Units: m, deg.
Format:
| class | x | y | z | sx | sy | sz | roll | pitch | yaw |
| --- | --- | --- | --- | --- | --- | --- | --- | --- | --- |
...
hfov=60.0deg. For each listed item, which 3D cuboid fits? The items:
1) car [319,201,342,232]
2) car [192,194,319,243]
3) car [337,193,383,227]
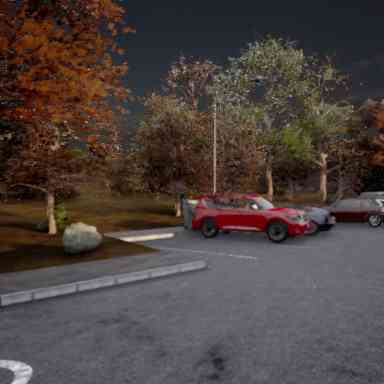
| class | x | y | z | sx | sy | sz | roll | pitch | yaw |
| --- | --- | --- | --- | --- | --- | --- | --- | --- | --- |
| car | 4.949 | 1.373 | 17.418 | 4.792 | 1.488 | 2.163 | -1 | 0 | 33 |
| car | 2.630 | 1.126 | 15.642 | 5.566 | 2.045 | 2.435 | -1 | -1 | 33 |
| car | 9.728 | 1.148 | 20.895 | 4.553 | 1.767 | 2.185 | -1 | 0 | 33 |
